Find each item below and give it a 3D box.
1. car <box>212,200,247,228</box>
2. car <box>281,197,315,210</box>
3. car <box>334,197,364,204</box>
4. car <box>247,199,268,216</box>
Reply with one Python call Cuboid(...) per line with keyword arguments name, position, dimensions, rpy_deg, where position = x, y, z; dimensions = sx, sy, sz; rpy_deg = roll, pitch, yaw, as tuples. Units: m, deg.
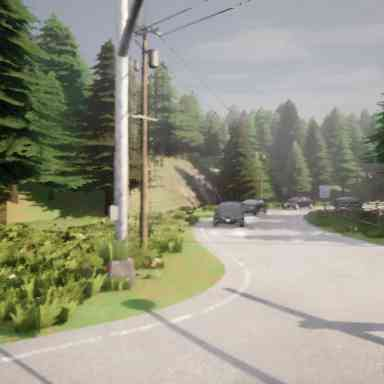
Cuboid(name="car", position=(2.488, 1.384, 21.641), dimensions=(1.837, 1.490, 4.892), rpy_deg=(0, 0, 10))
Cuboid(name="car", position=(12.445, 1.296, 38.867), dimensions=(4.902, 1.511, 2.128), rpy_deg=(0, 1, -38))
Cuboid(name="car", position=(18.740, 1.338, 39.439), dimensions=(4.892, 1.490, 1.837), rpy_deg=(0, 0, -36))
Cuboid(name="car", position=(5.713, 1.353, 31.013), dimensions=(1.812, 1.442, 4.674), rpy_deg=(1, 0, 31))
